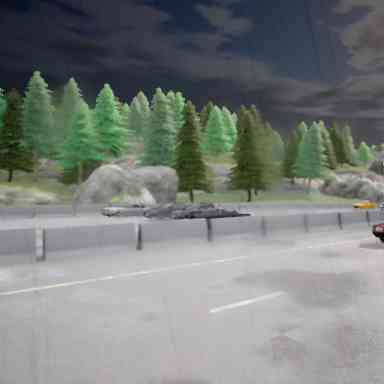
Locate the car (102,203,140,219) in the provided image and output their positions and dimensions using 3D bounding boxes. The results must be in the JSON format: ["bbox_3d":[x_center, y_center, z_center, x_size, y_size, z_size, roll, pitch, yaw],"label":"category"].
[{"bbox_3d":[-5.645,1.659,30.057,4.718,1.301,1.895,0,0,-35],"label":"car"}]

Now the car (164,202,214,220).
[{"bbox_3d":[0.586,1.583,25.903,4.892,1.490,1.837,1,0,-35],"label":"car"}]

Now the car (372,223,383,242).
[{"bbox_3d":[10.459,1.697,15.505,4.718,1.301,1.895,1,0,-35],"label":"car"}]

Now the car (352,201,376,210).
[{"bbox_3d":[27.915,2.168,53.913,5.008,1.535,1.882,2,-1,-35],"label":"car"}]

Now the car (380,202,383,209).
[{"bbox_3d":[31.997,1.971,52.515,5.566,2.045,2.150,2,-1,-35],"label":"car"}]

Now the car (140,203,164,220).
[{"bbox_3d":[-1.742,1.601,28.541,4.674,1.442,1.812,1,0,-35],"label":"car"}]

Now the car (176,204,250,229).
[{"bbox_3d":[1.590,1.670,22.320,4.718,1.301,1.895,1,0,-35],"label":"car"}]
